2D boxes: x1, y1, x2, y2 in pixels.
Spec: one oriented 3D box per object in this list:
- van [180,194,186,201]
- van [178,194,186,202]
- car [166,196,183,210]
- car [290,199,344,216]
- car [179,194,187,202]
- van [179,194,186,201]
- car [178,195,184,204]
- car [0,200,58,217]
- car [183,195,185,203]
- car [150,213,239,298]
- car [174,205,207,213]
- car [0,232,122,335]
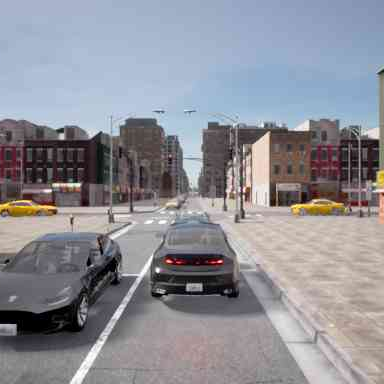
[{"bbox_3d":[-2.496,1.551,95.077,1.690,1.788,3.998,0,0,0],"label":"van"},{"bbox_3d":[-2.512,1.507,83.866,1.690,1.788,3.998,0,0,0],"label":"van"},{"bbox_3d":[-2.569,1.571,44.458,1.752,1.417,4.829,0,0,0],"label":"car"},{"bbox_3d":[12.148,1.485,32.419,5.008,1.535,1.882,0,0,0],"label":"car"},{"bbox_3d":[-2.537,1.547,67.049,1.967,1.590,4.097,0,0,0],"label":"car"},{"bbox_3d":[-2.504,1.529,89.471,1.690,1.788,3.998,0,0,0],"label":"van"},{"bbox_3d":[-2.561,1.604,50.233,1.887,1.381,4.507,0,0,0],"label":"car"},{"bbox_3d":[-14.574,1.512,29.548,5.008,1.535,1.882,0,0,0],"label":"car"},{"bbox_3d":[-2.553,1.655,55.838,1.802,1.307,4.206,0,0,0],"label":"car"},{"bbox_3d":[0.083,1.507,8.536,1.837,1.490,4.892,0,0,1],"label":"car"},{"bbox_3d":[0.054,1.608,17.747,1.895,1.301,4.718,0,0,1],"label":"car"},{"bbox_3d":[-2.623,1.567,6.858,1.947,1.339,4.313,0,0,0],"label":"car"}]
